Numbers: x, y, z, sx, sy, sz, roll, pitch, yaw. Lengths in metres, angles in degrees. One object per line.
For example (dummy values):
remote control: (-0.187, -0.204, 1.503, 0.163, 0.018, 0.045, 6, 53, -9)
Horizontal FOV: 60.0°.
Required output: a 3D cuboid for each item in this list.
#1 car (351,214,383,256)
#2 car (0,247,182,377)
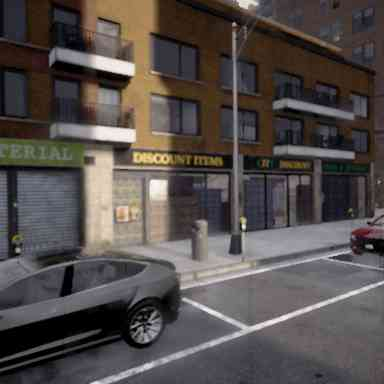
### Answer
car: (7.126, 1.349, 11.209, 4.507, 1.381, 1.887, -1, 1, -35)
car: (-2.153, 1.552, 4.650, 4.313, 1.339, 1.947, -1, 1, -35)
